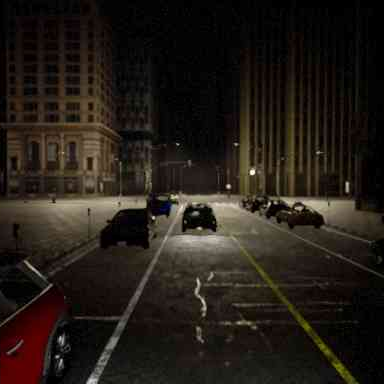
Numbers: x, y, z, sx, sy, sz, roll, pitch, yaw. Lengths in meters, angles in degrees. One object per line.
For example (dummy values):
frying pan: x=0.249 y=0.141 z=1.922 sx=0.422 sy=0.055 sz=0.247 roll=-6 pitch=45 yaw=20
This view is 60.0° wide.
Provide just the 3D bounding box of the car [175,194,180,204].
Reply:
car: x=-2.410 y=0.967 z=41.830 sx=2.008 sy=1.369 sz=4.403 roll=0 pitch=1 yaw=0

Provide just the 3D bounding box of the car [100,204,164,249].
car: x=-2.412 y=1.374 z=13.628 sx=1.947 sy=1.339 sz=4.313 roll=0 pitch=1 yaw=0

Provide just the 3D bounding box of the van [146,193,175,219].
van: x=-2.411 y=0.994 z=24.906 sx=1.690 sy=1.788 sz=3.998 roll=0 pitch=1 yaw=0

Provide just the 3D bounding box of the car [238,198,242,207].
car: x=6.115 y=1.071 z=36.191 sx=2.008 sy=1.369 sz=4.403 roll=0 pitch=1 yaw=0

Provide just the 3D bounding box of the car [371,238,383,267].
car: x=6.113 y=1.475 z=7.989 sx=1.947 sy=1.339 sz=4.313 roll=0 pitch=1 yaw=0

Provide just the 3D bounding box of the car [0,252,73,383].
car: x=-2.413 y=1.400 z=2.345 sx=1.967 sy=1.590 sz=4.097 roll=0 pitch=1 yaw=0

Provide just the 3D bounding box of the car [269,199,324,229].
car: x=6.114 y=1.278 z=19.439 sx=1.752 sy=1.417 sz=4.829 roll=0 pitch=1 yaw=0

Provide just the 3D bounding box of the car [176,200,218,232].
car: x=0.355 y=1.298 z=18.356 sx=2.033 sy=1.411 sz=5.357 roll=0 pitch=1 yaw=0

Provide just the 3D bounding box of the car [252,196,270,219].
car: x=6.115 y=1.228 z=24.909 sx=2.008 sy=1.369 sz=4.403 roll=0 pitch=1 yaw=0

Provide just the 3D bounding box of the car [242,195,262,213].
car: x=6.115 y=1.039 z=30.549 sx=1.967 sy=1.590 sz=4.097 roll=0 pitch=1 yaw=0
